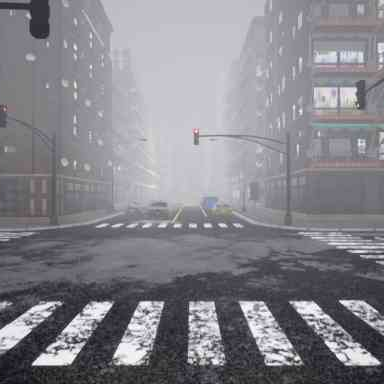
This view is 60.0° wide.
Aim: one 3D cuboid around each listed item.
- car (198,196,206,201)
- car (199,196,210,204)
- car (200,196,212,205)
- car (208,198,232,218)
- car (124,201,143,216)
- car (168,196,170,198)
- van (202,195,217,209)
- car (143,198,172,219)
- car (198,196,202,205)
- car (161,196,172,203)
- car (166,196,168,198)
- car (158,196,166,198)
[{"bbox_3d":[2.439,1.621,83.664,1.887,1.381,4.507,1,0,0],"label":"car"},{"bbox_3d":[2.467,1.599,66.696,2.008,1.369,4.403,1,0,0],"label":"car"},{"bbox_3d":[2.477,1.481,61.040,1.967,1.590,4.097,1,0,0],"label":"car"},{"bbox_3d":[2.655,1.535,30.241,1.752,1.417,4.829,1,0,0],"label":"car"},{"bbox_3d":[-5.488,1.563,32.683,2.008,1.369,4.403,1,0,0],"label":"car"},{"bbox_3d":[-5.405,1.623,60.972,1.802,1.307,4.206,1,0,0],"label":"car"},{"bbox_3d":[2.538,1.363,44.074,1.690,1.788,3.998,1,0,0],"label":"van"},{"bbox_3d":[-2.797,1.546,29.145,1.837,1.490,4.892,0,0,0],"label":"car"},{"bbox_3d":[2.497,1.343,49.728,2.192,1.841,5.009,1,0,0],"label":"car"},{"bbox_3d":[-5.423,1.608,72.288,2.008,1.369,4.403,1,0,0],"label":"car"},{"bbox_3d":[-5.395,1.560,55.144,1.752,1.417,4.829,1,0,0],"label":"car"},{"bbox_3d":[-5.387,1.610,49.657,1.802,1.307,4.206,1,0,0],"label":"car"}]
